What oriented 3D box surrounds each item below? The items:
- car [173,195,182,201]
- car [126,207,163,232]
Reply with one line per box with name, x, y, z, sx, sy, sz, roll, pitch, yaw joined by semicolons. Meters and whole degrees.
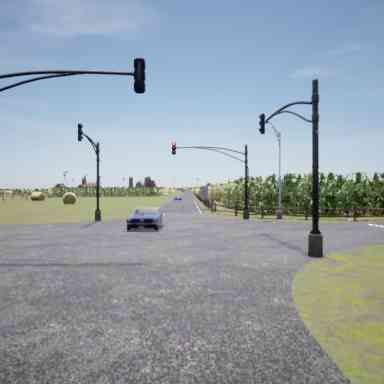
car;-3.522;1.408;80.973;1.882;1.535;5.008;0;0;0
car;-2.824;1.629;20.508;1.895;1.301;4.718;0;0;-2
